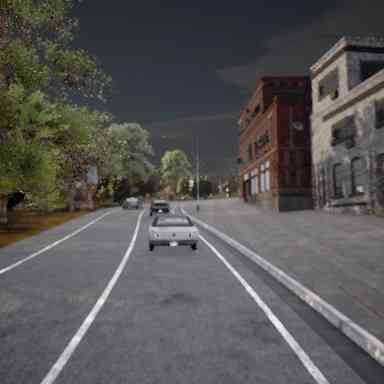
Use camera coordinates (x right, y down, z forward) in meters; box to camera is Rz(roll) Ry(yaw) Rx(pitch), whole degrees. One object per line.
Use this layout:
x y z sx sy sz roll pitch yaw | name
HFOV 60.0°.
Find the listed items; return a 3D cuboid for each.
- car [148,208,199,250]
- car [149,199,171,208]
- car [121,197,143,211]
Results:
-0.888 1.595 14.301 1.895 1.301 4.718 0 0 -6 | car
-3.104 1.413 32.213 1.837 1.490 4.892 0 1 -6 | car
-6.998 1.371 39.101 1.812 1.442 4.674 0 0 -2 | car
